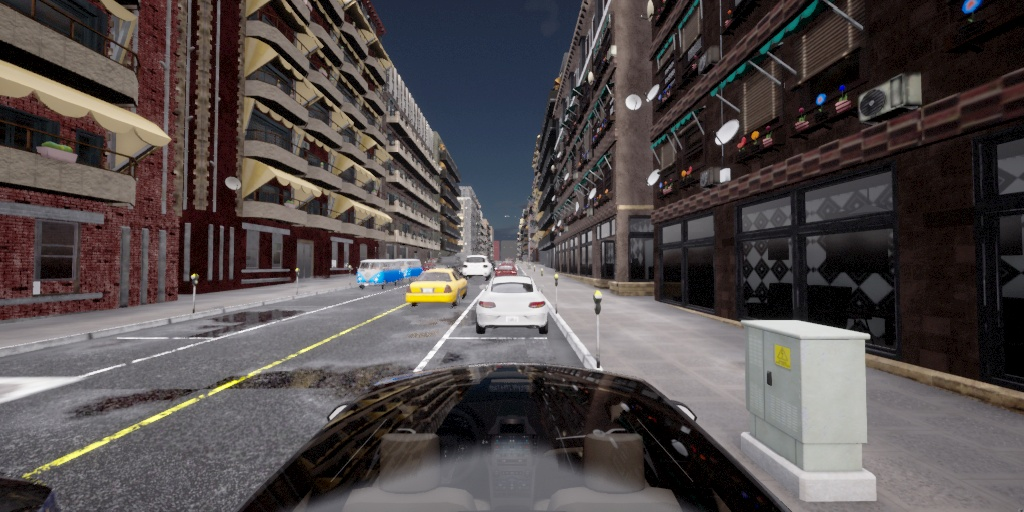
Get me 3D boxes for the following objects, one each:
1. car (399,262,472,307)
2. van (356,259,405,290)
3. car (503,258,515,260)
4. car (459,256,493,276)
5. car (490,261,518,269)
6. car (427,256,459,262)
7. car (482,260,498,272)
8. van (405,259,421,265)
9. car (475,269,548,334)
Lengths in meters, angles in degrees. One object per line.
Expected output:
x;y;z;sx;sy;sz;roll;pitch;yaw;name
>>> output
-3.019;1.216;15.400;1.801;1.575;5.366;0;0;0;car
-8.335;1.108;22.603;1.690;1.789;3.998;0;0;0;van
-0.445;1.240;39.134;1.967;1.591;4.097;0;0;0;car
-2.927;1.003;31.250;2.150;2.045;5.566;0;0;0;car
-0.452;1.322;28.072;1.888;1.381;4.507;0;0;0;car
-5.865;1.008;33.020;2.150;2.045;5.566;0;0;0;car
-2.927;1.326;47.810;1.837;1.490;4.892;0;0;0;car
-8.335;1.118;28.134;1.690;1.789;3.998;0;0;0;van
0.003;1.281;10.503;1.812;1.442;4.674;0;0;0;car
